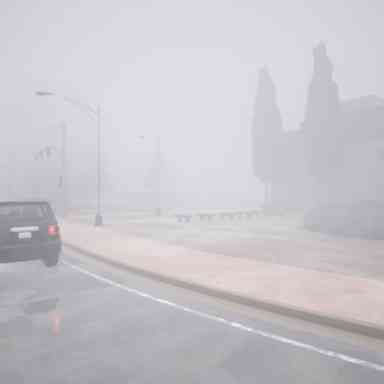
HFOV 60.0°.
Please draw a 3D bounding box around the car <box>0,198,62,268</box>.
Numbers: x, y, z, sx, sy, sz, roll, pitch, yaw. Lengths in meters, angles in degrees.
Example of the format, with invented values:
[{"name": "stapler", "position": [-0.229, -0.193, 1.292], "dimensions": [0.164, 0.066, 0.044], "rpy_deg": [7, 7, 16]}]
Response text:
[{"name": "car", "position": [-5.904, 1.218, 10.606], "dimensions": [2.150, 2.045, 5.566], "rpy_deg": [0, -1, -38]}]
